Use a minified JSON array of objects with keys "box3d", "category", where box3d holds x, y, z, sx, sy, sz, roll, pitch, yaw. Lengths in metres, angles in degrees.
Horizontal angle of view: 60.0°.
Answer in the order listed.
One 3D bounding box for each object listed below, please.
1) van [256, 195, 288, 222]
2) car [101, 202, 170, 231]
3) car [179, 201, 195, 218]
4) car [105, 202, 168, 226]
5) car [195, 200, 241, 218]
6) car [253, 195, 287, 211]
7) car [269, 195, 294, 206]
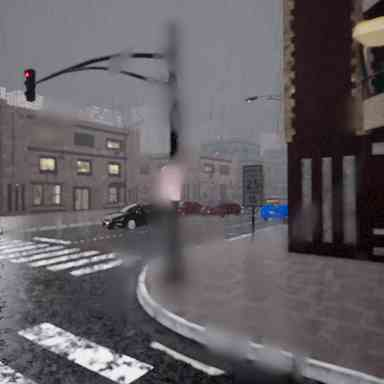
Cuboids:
[{"box3d":[6.311,1.112,23.566,1.690,1.788,3.998,0,1,35],"category":"van"},{"box3d":[-3.232,1.431,20.160,1.837,1.490,4.892,-1,0,35],"category":"car"},{"box3d":[-0.524,1.440,28.415,1.802,1.307,4.206,0,1,35],"category":"car"},{"box3d":[-3.827,1.489,23.774,1.947,1.339,4.313,0,1,35],"category":"car"},{"box3d":[2.506,1.377,28.204,1.994,1.385,4.181,-1,0,36],"category":"car"},{"box3d":[8.743,1.170,36.958,1.882,1.535,5.008,-1,1,35],"category":"car"},{"box3d":[12.689,1.169,46.977,1.947,1.339,4.313,0,1,35],"category":"car"}]
